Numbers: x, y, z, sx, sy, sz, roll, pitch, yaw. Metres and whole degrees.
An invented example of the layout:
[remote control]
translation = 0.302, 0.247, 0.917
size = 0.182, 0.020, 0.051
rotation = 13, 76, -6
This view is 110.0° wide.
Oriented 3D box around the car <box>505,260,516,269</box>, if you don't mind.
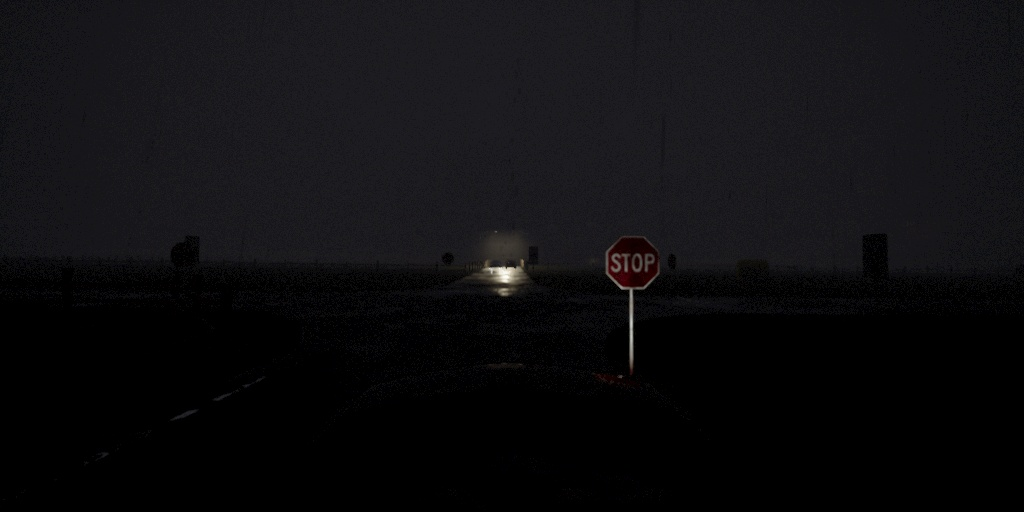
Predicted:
[car]
translation = -0.182, 1.516, 61.551
size = 1.837, 1.490, 4.892
rotation = 0, 0, 0
